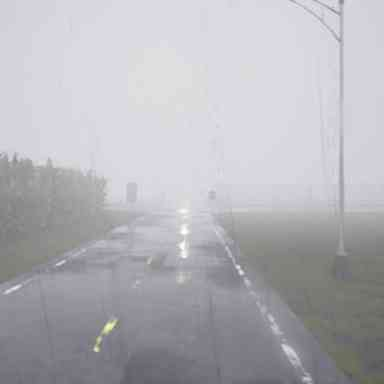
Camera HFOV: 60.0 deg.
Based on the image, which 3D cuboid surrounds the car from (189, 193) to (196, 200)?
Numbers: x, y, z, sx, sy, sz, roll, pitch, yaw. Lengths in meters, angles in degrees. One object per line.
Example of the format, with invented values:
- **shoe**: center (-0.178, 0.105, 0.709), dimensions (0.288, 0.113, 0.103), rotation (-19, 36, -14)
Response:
- **car**: center (0.003, 1.439, 90.771), dimensions (1.895, 1.301, 4.718), rotation (0, 0, 0)
